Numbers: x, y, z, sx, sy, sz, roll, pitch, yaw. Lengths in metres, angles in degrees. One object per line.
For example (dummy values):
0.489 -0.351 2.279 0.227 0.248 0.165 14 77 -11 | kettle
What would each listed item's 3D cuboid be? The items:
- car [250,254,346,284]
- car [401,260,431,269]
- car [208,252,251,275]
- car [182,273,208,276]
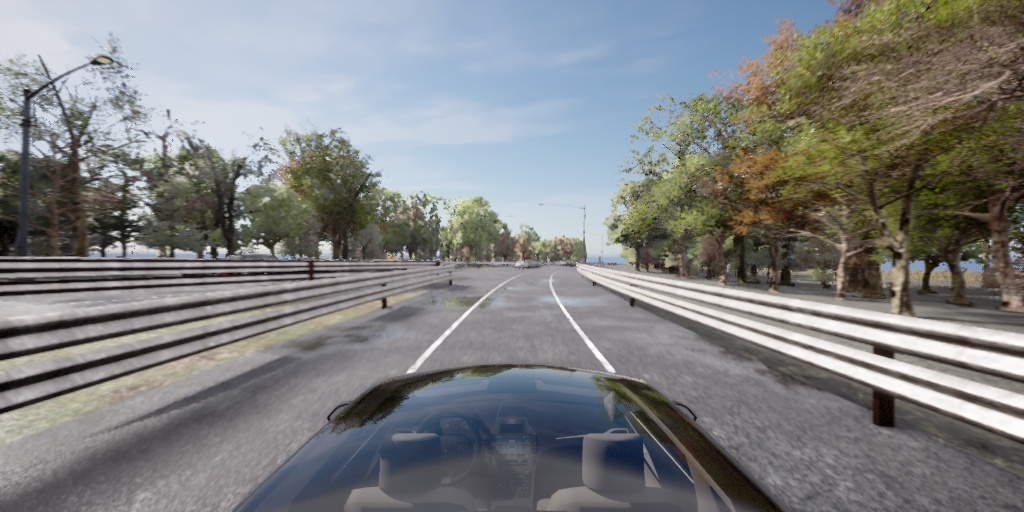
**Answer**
-12.006 0.838 20.994 1.882 1.535 5.008 0 -1 19 | car
-11.641 1.230 43.830 1.994 1.385 4.181 0 -1 19 | car
-15.325 0.688 22.102 2.097 1.767 4.553 0 -1 19 | car
-18.610 0.879 23.319 1.994 1.385 4.181 0 -1 19 | car
